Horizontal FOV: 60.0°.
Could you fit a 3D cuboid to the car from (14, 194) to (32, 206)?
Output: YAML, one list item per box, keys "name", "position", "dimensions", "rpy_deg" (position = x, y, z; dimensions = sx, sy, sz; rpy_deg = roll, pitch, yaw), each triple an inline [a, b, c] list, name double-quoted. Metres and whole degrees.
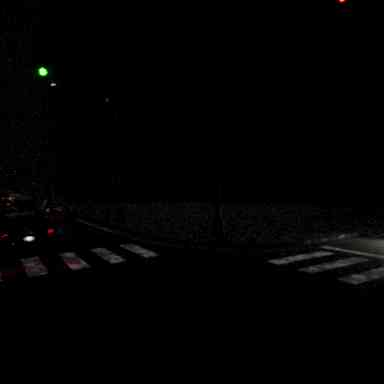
- name: "car"
  position: [-17.574, 1.127, 35.852]
  dimensions: [2.008, 1.369, 4.403]
  rpy_deg: [-3, 2, -31]

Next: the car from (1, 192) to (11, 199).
- name: "car"
  position: [-45.984, 0.730, 82.214]
  dimensions: [1.967, 1.590, 4.097]
  rpy_deg: [-3, 2, -31]

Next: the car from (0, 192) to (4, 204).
- name: "car"
  position: [-30.502, 0.949, 51.656]
  dimensions: [2.097, 1.767, 4.553]
  rpy_deg: [-3, 2, -31]

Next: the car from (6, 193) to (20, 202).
- name: "car"
  position: [-31.867, 0.953, 59.179]
  dimensions: [1.752, 1.417, 4.829]
  rpy_deg: [-3, 2, -31]

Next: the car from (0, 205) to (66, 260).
- name: "car"
  position: [-6.138, 1.415, 12.114]
  dimensions: [1.994, 1.385, 4.181]
  rpy_deg: [-3, 2, -32]

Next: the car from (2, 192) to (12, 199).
- name: "car"
  position: [-43.140, 0.862, 77.581]
  dimensions: [1.887, 1.381, 4.507]
  rpy_deg: [-3, 2, -31]

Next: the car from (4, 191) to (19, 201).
- name: "car"
  position: [-34.627, 0.716, 63.664]
  dimensions: [2.192, 1.841, 5.009]
  rpy_deg: [-3, 2, -31]

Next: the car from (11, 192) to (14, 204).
- name: "car"
  position: [-23.255, 1.062, 45.125]
  dimensions: [1.887, 1.381, 4.507]
  rpy_deg: [-3, 2, -31]

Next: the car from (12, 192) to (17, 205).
- name: "car"
  position: [-20.415, 1.091, 40.489]
  dimensions: [1.887, 1.381, 4.507]
  rpy_deg: [-3, 2, -31]

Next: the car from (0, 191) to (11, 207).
- name: "car"
  position: [-24.962, 0.875, 42.601]
  dimensions: [2.150, 2.045, 5.566]
  rpy_deg: [-3, 2, -31]

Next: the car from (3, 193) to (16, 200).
- name: "car"
  position: [-37.458, 0.923, 68.308]
  dimensions: [2.008, 1.369, 4.403]
  rpy_deg: [-3, 2, -31]

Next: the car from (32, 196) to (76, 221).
- name: "car"
  position: [-9.056, 1.108, 21.940]
  dimensions: [1.967, 1.590, 4.097]
  rpy_deg: [-3, 2, -31]
